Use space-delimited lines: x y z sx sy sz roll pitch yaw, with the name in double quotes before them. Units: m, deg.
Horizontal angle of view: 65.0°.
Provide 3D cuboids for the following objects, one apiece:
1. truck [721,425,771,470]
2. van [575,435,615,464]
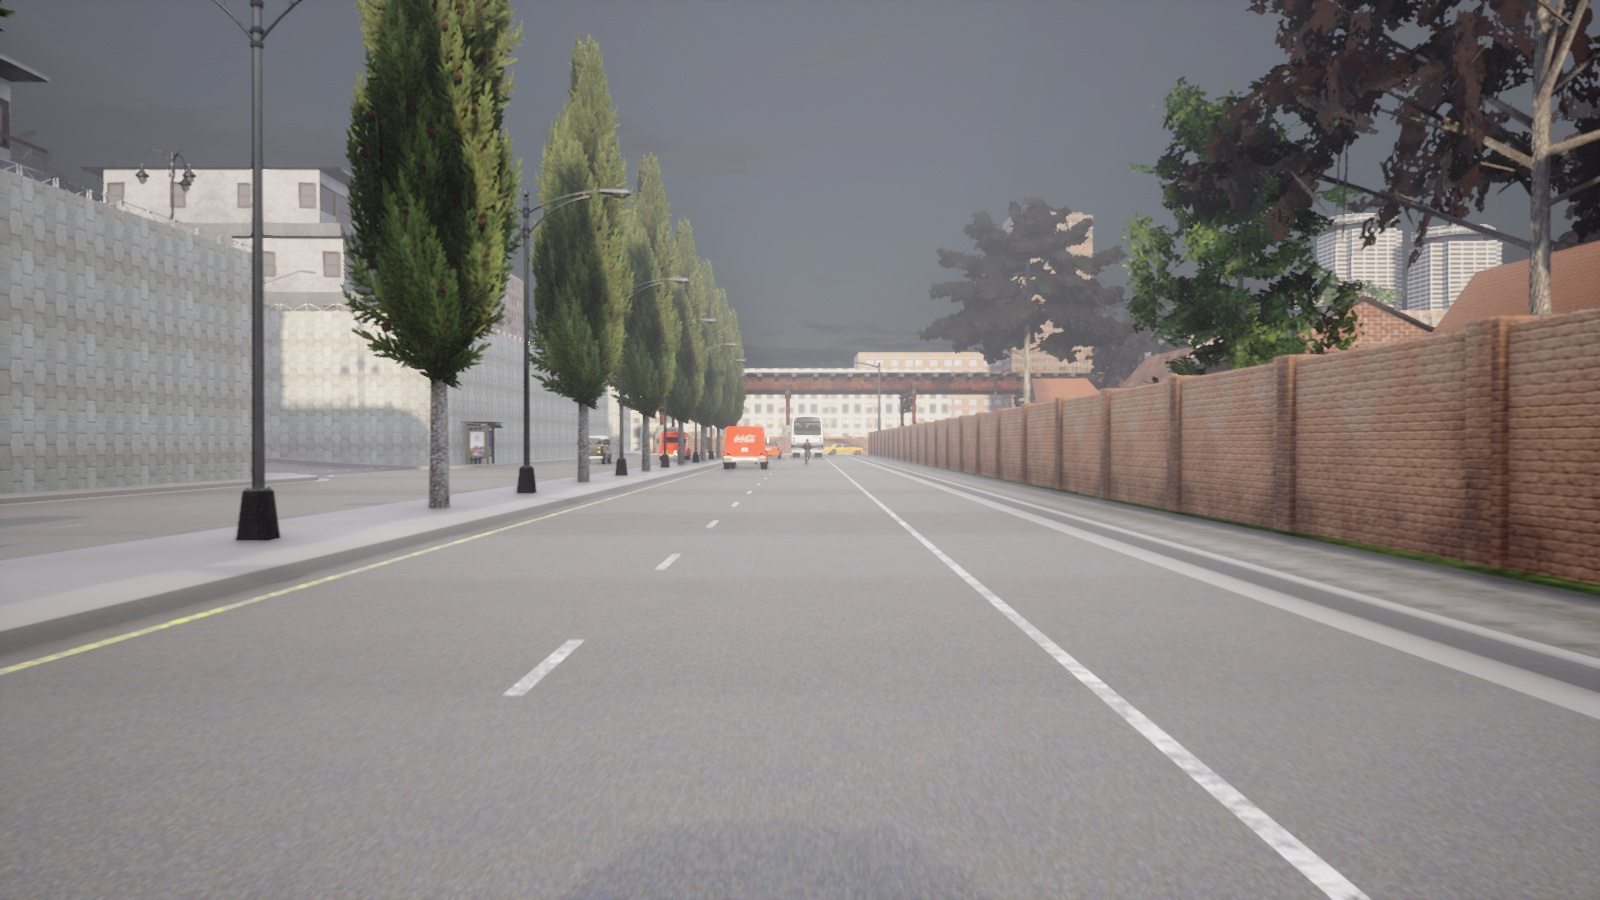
"truck" -3.071 -0.152 72.679 2.627 2.467 5.204 0 0 0
"van" -14.480 -0.042 88.712 2.069 2.038 4.480 0 0 0
